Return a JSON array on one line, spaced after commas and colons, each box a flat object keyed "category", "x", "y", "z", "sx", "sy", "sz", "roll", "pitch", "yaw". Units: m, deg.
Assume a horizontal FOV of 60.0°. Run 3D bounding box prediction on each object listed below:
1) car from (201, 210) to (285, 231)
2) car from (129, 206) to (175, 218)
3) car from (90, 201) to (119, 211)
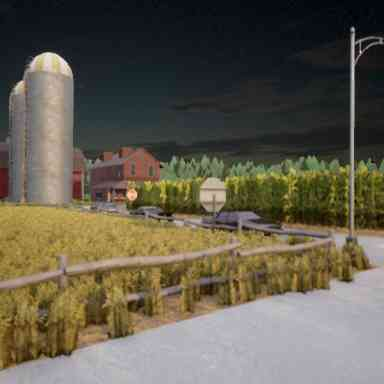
[{"category": "car", "x": 2.648, "y": 1.752, "z": 18.851, "sx": 2.033, "sy": 1.411, "sz": 5.357, "roll": 1, "pitch": -1, "yaw": -36}, {"category": "car", "x": -3.315, "y": 1.864, "z": 27.128, "sx": 1.895, "sy": 1.301, "sz": 4.718, "roll": 1, "pitch": -1, "yaw": -36}, {"category": "car", "x": -9.366, "y": 1.772, "z": 35.590, "sx": 2.128, "sy": 1.511, "sz": 4.902, "roll": 1, "pitch": 0, "yaw": -35}]
